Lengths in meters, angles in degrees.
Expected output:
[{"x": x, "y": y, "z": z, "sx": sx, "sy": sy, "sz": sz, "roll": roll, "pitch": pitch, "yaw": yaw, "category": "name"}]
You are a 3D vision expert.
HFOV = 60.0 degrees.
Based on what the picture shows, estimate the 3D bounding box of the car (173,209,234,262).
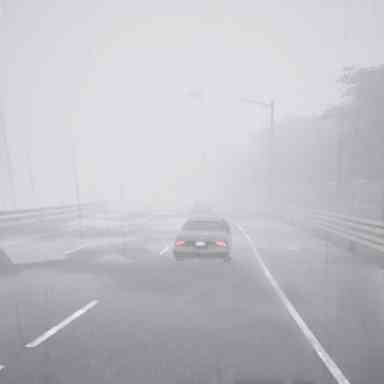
[{"x": 0.522, "y": 1.580, "z": 12.294, "sx": 2.033, "sy": 1.411, "sz": 5.357, "roll": 0, "pitch": 0, "yaw": 6, "category": "car"}]

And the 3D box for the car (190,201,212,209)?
[{"x": 0.934, "y": 1.654, "z": 35.070, "sx": 1.994, "sy": 1.385, "sz": 4.181, "roll": 0, "pitch": 0, "yaw": -5, "category": "car"}]
